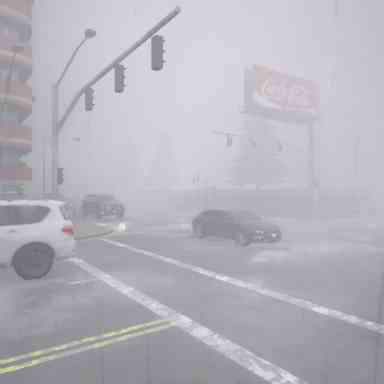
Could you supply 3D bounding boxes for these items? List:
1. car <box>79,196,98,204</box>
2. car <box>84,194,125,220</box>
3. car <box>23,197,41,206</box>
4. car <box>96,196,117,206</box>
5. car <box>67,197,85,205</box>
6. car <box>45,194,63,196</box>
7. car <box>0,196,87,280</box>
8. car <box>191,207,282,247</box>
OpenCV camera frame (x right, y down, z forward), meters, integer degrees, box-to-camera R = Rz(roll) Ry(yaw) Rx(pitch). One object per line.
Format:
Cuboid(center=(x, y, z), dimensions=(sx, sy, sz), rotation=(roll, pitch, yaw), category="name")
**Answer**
Cuboid(center=(-19.974, 1.478, 64.040), dimensions=(1.882, 1.535, 5.008), rotation=(0, 0, -36), category="car")
Cuboid(center=(-7.772, 1.223, 28.748), dimensions=(2.150, 2.045, 5.566), rotation=(0, 0, -36), category="car")
Cuboid(center=(-26.445, 1.572, 54.882), dimensions=(1.994, 1.385, 4.181), rotation=(0, 0, -36), category="car")
Cuboid(center=(-14.487, 1.505, 56.410), dimensions=(1.837, 1.490, 4.892), rotation=(0, 0, -36), category="car")
Cuboid(center=(-20.557, 1.564, 58.857), dimensions=(1.994, 1.385, 4.181), rotation=(0, 0, -36), category="car")
Cuboid(center=(-17.212, 1.221, 41.898), dimensions=(2.150, 2.045, 5.566), rotation=(0, 0, -35), category="car")
Cuboid(center=(-5.854, 1.223, 8.419), dimensions=(5.566, 2.045, 2.150), rotation=(0, 0, -36), category="car")
Cuboid(center=(1.875, 1.505, 15.337), dimensions=(1.837, 1.490, 4.892), rotation=(0, 0, -36), category="car")
